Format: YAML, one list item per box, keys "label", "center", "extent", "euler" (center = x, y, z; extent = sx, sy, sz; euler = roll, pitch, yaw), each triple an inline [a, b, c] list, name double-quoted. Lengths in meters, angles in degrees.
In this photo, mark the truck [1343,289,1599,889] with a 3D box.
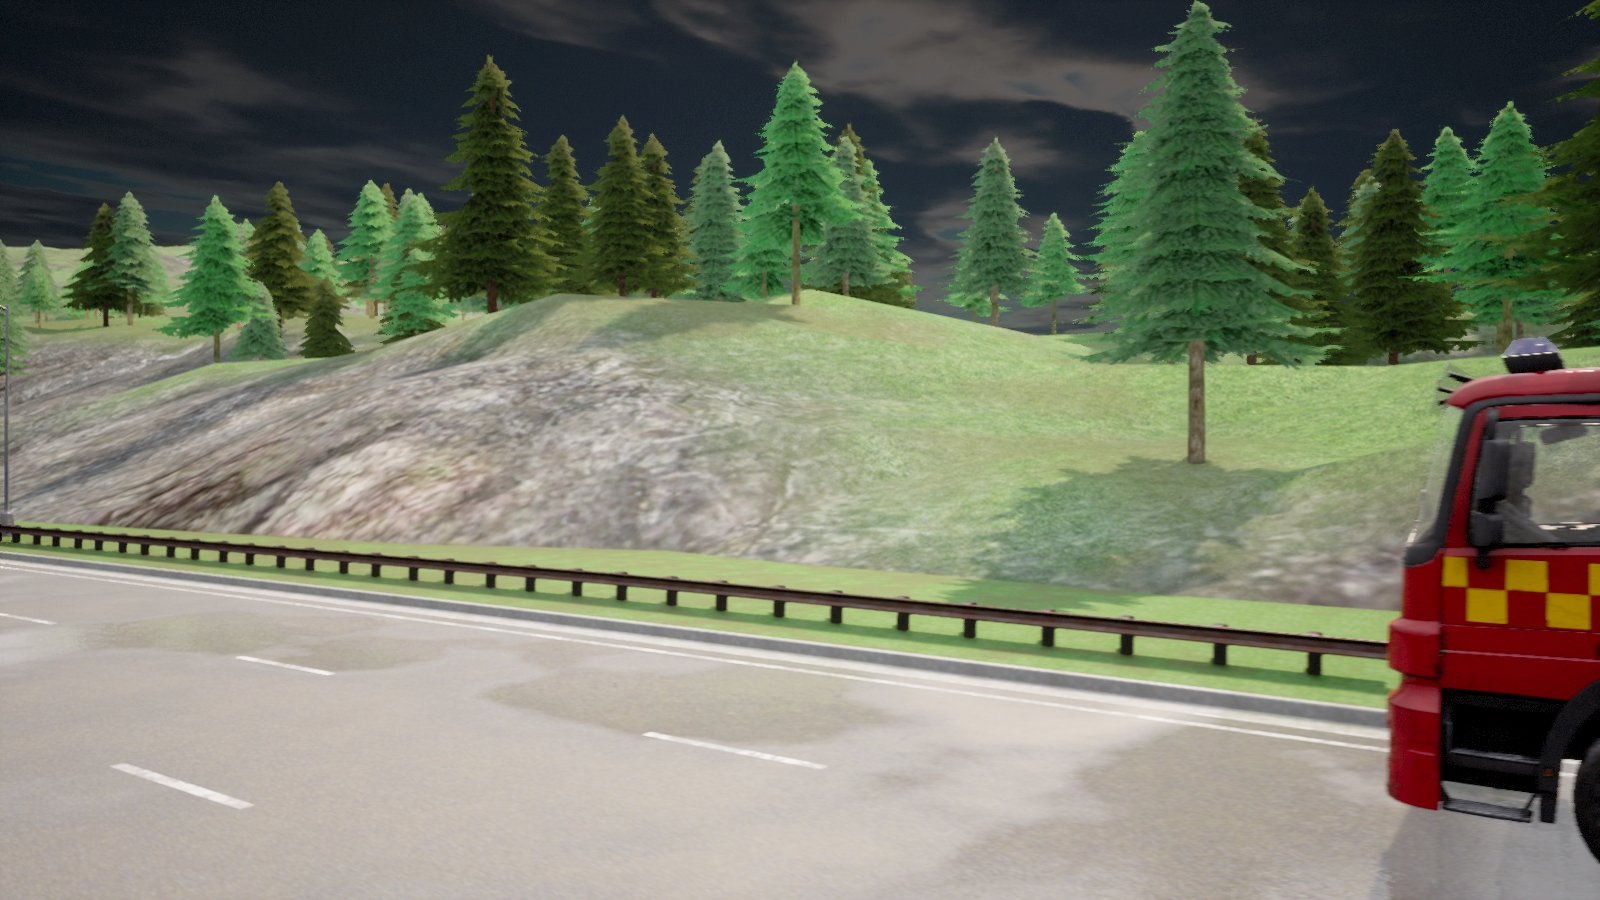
- label: "truck"
  center: [8.171, 0.892, 6.898]
  extent: [8.468, 3.827, 2.891]
  euler: [0, 0, 35]
